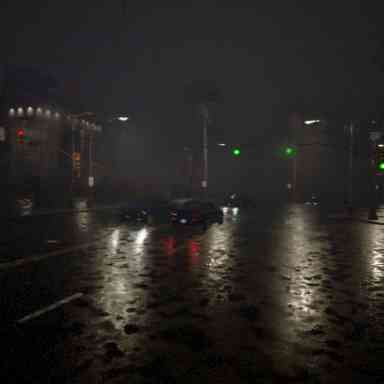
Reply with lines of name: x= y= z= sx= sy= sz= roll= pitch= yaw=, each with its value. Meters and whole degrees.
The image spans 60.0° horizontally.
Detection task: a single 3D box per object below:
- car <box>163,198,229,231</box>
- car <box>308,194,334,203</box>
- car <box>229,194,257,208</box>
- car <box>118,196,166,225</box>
car: x=0.410 y=1.182 z=18.113 sx=1.812 sy=1.442 sz=4.674 roll=1 pitch=1 yaw=21
car: x=19.298 y=0.936 z=49.778 sx=4.181 sy=1.385 sz=1.994 roll=0 pitch=1 yaw=-30
car: x=5.481 y=0.926 z=37.266 sx=2.033 sy=1.411 sz=5.357 roll=2 pitch=1 yaw=36
car: x=-2.592 y=1.041 z=20.407 sx=1.882 sy=1.535 sz=5.008 roll=1 pitch=1 yaw=22
